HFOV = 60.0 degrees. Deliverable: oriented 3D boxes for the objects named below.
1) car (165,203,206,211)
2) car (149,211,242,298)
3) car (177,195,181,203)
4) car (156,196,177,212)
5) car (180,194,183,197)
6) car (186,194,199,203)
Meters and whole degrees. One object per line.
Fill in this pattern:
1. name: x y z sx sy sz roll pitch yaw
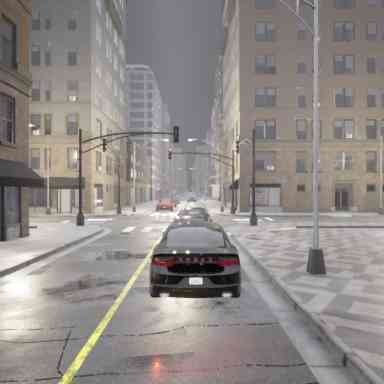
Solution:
1. car: 0.088 1.546 18.366 2.033 1.411 5.357 0 0 6
2. car: 0.066 1.477 8.556 1.882 1.535 5.008 0 0 0
3. car: -3.121 1.544 49.468 2.033 1.411 5.357 0 0 0
4. car: -3.142 1.475 39.736 1.882 1.535 5.008 0 0 -1
5. car: -3.134 1.502 59.642 1.837 1.490 4.892 0 0 0
6. car: -0.007 1.597 70.776 1.895 1.301 4.718 0 0 0
